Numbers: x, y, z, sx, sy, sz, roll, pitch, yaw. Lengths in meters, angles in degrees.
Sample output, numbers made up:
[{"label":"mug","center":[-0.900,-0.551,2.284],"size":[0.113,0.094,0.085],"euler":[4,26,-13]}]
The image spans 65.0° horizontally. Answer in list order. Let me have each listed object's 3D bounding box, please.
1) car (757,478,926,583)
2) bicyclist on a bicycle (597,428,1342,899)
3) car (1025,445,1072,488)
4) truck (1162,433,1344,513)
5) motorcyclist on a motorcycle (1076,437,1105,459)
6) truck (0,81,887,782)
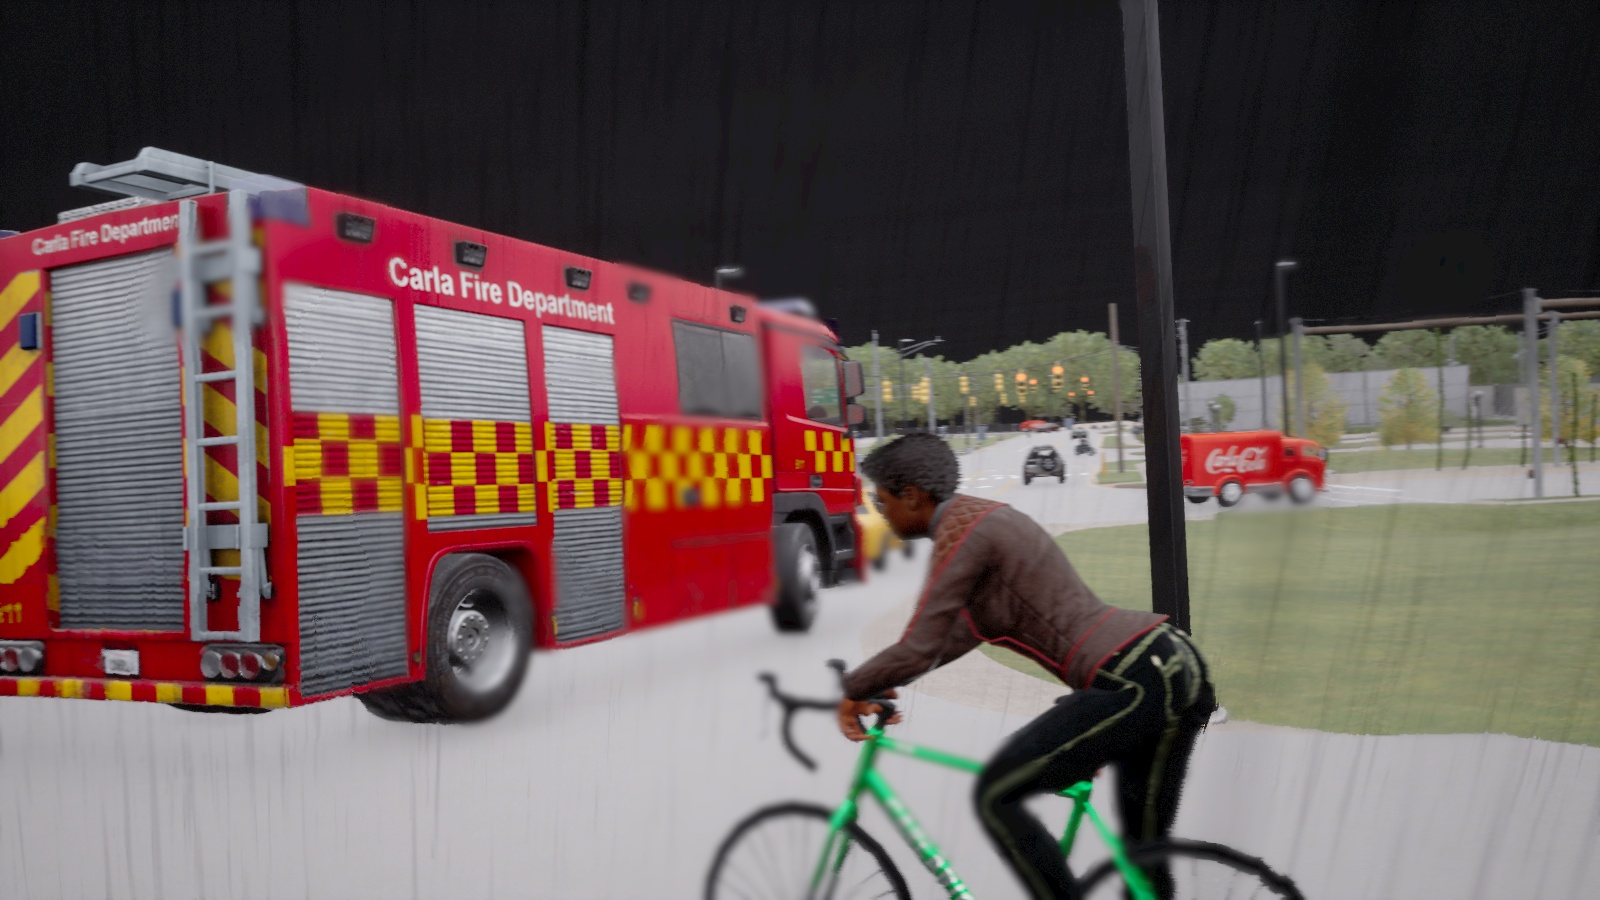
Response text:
[{"label":"car","center":[0.898,1.341,22.527],"size":[1.801,1.575,5.366],"euler":[-3,-1,15]},{"label":"bicyclist on a bicycle","center":[0.390,0.782,3.022],"size":[1.656,1.620,0.582],"euler":[-1,0,25]},{"label":"car","center":[12.051,0.772,60.670],"size":[1.932,1.855,4.605],"euler":[-3,1,14]},{"label":"truck","center":[15.308,0.742,42.608],"size":[5.204,2.467,2.627],"euler":[-1,2,-10]},{"label":"motorcyclist on a motorcycle","center":[22.252,-0.147,96.210],"size":[0.766,1.649,2.350],"euler":[-2,1,-26]},{"label":"truck","center":[-2.238,0.014,11.283],"size":[2.891,3.827,8.468],"euler":[-3,-2,26]}]
